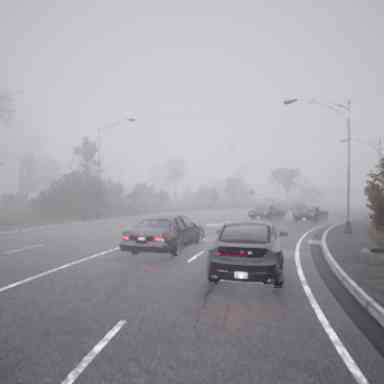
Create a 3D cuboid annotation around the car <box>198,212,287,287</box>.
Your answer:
[{"bbox_3d":[1.676,1.578,9.680,1.837,1.490,4.892,0,0,14],"label":"car"}]

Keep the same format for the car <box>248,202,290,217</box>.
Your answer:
[{"bbox_3d":[6.740,1.805,29.303,1.895,1.301,4.718,1,0,34],"label":"car"}]

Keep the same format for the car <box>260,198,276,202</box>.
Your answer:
[{"bbox_3d":[10.512,1.596,45.351,2.097,1.767,4.553,1,0,43],"label":"car"}]

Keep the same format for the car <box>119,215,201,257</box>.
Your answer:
[{"bbox_3d":[-0.964,1.621,13.480,2.033,1.411,5.357,0,0,16],"label":"car"}]

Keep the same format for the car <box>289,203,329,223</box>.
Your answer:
[{"bbox_3d":[10.142,1.848,28.104,1.895,1.301,4.718,1,0,35],"label":"car"}]

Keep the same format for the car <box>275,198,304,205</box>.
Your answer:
[{"bbox_3d":[13.143,1.789,43.052,1.837,1.490,4.892,1,0,43],"label":"car"}]
